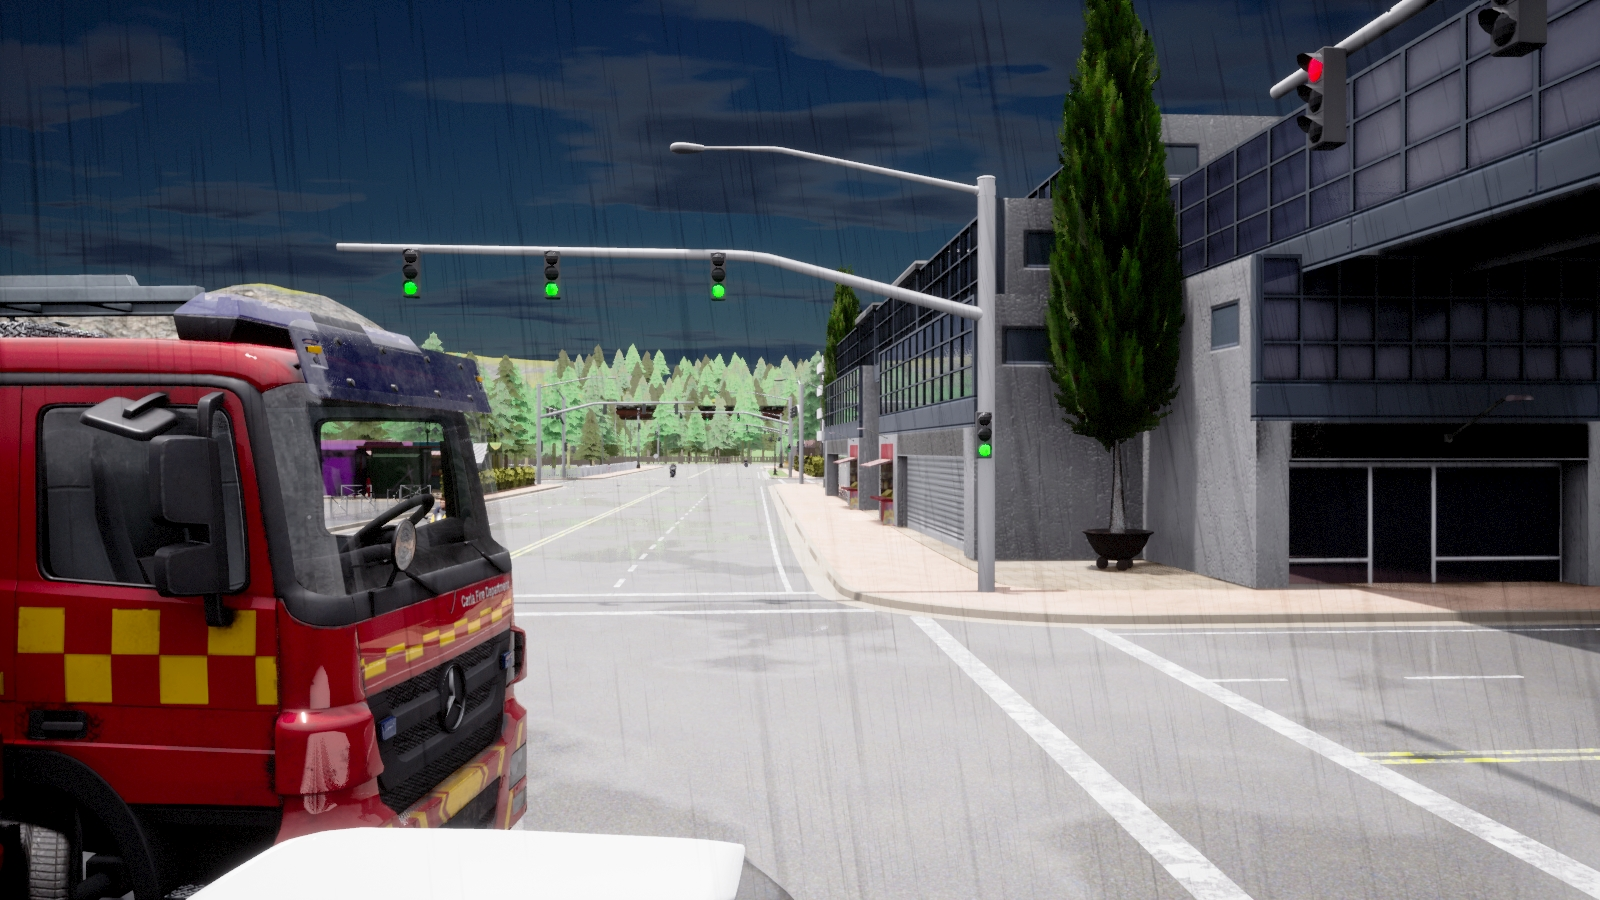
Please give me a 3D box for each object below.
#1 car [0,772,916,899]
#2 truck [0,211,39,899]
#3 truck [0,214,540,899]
[{"bbox_3d":[-1.549,2.065,3.579,3.806,1.475,1.970,0,0,5],"label":"car"},{"bbox_3d":[-7.587,0.890,3.490,8.468,3.827,2.891,0,0,-3],"label":"truck"},{"bbox_3d":[-6.102,0.890,6.659,8.468,3.827,2.891,0,0,4],"label":"truck"}]
